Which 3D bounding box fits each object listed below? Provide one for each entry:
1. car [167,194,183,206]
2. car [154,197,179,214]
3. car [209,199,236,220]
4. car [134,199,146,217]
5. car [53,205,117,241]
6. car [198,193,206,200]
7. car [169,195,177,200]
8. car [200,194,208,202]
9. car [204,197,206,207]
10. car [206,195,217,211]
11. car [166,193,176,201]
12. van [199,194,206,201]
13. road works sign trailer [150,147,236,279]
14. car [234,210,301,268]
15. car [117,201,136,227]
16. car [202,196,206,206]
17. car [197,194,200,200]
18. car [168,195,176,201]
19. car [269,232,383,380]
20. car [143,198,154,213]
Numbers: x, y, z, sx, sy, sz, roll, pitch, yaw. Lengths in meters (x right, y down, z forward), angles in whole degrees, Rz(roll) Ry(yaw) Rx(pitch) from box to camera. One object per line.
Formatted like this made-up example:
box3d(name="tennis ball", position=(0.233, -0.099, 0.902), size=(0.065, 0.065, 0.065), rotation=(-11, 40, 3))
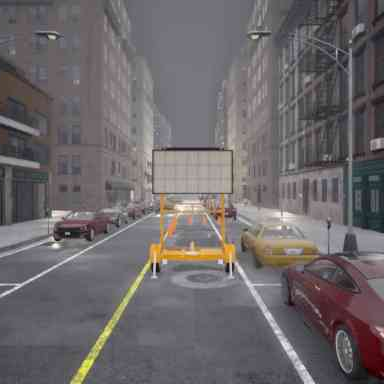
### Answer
box3d(name="car", position=(-2.635, 1.344, 56.089), size=(2.097, 1.767, 4.553), rotation=(0, 0, 0))
box3d(name="car", position=(-2.776, 1.543, 35.173), size=(2.033, 1.411, 5.357), rotation=(0, 0, 0))
box3d(name="car", position=(2.694, 1.542, 27.913), size=(1.887, 1.381, 4.507), rotation=(0, 0, 0))
box3d(name="car", position=(-5.331, 1.542, 27.929), size=(1.887, 1.381, 4.507), rotation=(0, 0, 0))
box3d(name="car", position=(-5.354, 1.543, 16.564), size=(1.887, 1.381, 4.507), rotation=(0, 0, 0))
box3d(name="car", position=(2.880, 1.296, 94.209), size=(2.192, 1.841, 5.009), rotation=(0, 0, 0))
box3d(name="car", position=(-5.221, 1.532, 94.224), size=(2.008, 1.369, 4.403), rotation=(0, 0, 0))
box3d(name="car", position=(2.741, 1.308, 50.642), size=(2.192, 1.841, 5.009), rotation=(0, 0, 0))
box3d(name="car", position=(2.718, 1.540, 39.277), size=(1.887, 1.381, 4.507), rotation=(0, 0, 0))
box3d(name="car", position=(2.706, 1.436, 33.595), size=(1.967, 1.590, 4.097), rotation=(0, 0, 0))
box3d(name="car", position=(-5.248, 1.299, 83.217), size=(2.192, 1.841, 5.009), rotation=(0, 0, 0))
box3d(name="van", position=(2.874, 1.324, 88.705), size=(1.690, 1.788, 3.998), rotation=(0, 0, 0))
box3d(name="road works sign trailer", position=(0.021, 0.464, 10.058), size=(2.380, 3.560, 2.880), rotation=(0, 0, 0))
box3d(name="car", position=(2.660, 1.525, 11.036), size=(1.752, 1.417, 4.829), rotation=(0, 0, 0))
box3d(name="car", position=(-5.342, 1.549, 22.246), size=(2.008, 1.369, 4.403), rotation=(0, 0, 0))
box3d(name="car", position=(2.729, 1.545, 44.960), size=(2.008, 1.369, 4.403), rotation=(0, 0, 0))
box3d(name="car", position=(2.860, 1.301, 77.698), size=(2.192, 1.841, 5.009), rotation=(0, 0, 0))
box3d(name="car", position=(-5.235, 1.548, 88.721), size=(1.947, 1.339, 4.313), rotation=(0, 0, 0))
box3d(name="car", position=(2.648, 1.582, 5.183), size=(1.802, 1.307, 4.206), rotation=(0, 0, 0))
box3d(name="car", position=(-5.319, 1.562, 33.611), size=(1.947, 1.339, 4.313), rotation=(0, 0, 0))
